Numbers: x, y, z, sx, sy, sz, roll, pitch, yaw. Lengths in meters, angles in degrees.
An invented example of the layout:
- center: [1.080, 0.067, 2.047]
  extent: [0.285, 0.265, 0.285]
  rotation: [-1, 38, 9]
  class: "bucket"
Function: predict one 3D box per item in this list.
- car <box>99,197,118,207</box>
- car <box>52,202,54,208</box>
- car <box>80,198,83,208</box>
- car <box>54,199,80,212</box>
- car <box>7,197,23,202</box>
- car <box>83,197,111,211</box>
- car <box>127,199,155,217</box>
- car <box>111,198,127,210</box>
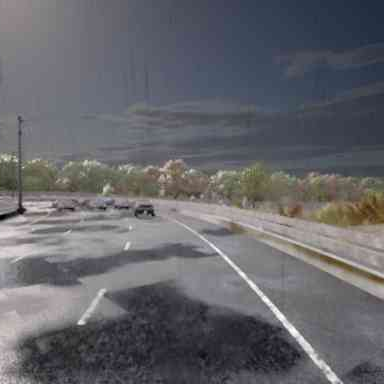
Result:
- center: [-13.223, 1.583, 52.431]
  extent: [1.812, 1.442, 4.674]
  rotation: [0, 0, -30]
  class: "car"
- center: [-19.368, 1.663, 49.079]
  extent: [1.994, 1.385, 4.181]
  rotation: [0, 0, -30]
  class: "car"
- center: [-16.329, 1.584, 50.818]
  extent: [1.837, 1.490, 4.892]
  rotation: [0, 0, -30]
  class: "car"
- center: [-15.353, 1.625, 40.551]
  extent: [2.033, 1.411, 5.357]
  rotation: [0, 0, -25]
  class: "car"
- center: [-41.272, 1.763, 77.613]
  extent: [5.357, 1.411, 2.033]
  rotation: [0, 0, 41]
  class: "car"
- center: [-11.868, 1.602, 41.324]
  extent: [2.033, 1.411, 5.357]
  rotation: [0, 0, -25]
  class: "car"
- center: [-4.711, 1.520, 31.233]
  extent: [1.837, 1.490, 4.892]
  rotation: [0, 0, -16]
  class: "car"
- center: [-8.927, 1.599, 43.334]
  extent: [1.994, 1.385, 4.181]
  rotation: [0, 0, -25]
  class: "car"
